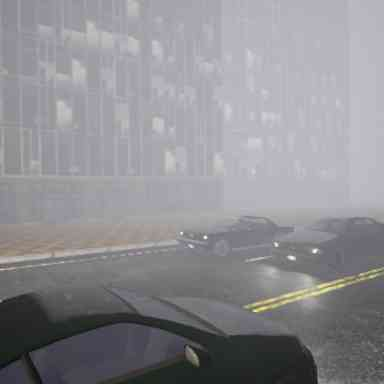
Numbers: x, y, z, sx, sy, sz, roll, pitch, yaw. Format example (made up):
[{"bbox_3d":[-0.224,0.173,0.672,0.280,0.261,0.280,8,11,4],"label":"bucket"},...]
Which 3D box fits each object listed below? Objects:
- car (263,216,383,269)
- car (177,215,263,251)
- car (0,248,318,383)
[{"bbox_3d":[5.096,1.533,11.247,5.357,1.411,2.033,0,0,-35],"label":"car"},{"bbox_3d":[1.790,1.589,12.897,4.718,1.301,1.895,0,0,-35],"label":"car"},{"bbox_3d":[-0.793,1.563,2.874,4.181,1.385,1.994,0,0,-35],"label":"car"}]
